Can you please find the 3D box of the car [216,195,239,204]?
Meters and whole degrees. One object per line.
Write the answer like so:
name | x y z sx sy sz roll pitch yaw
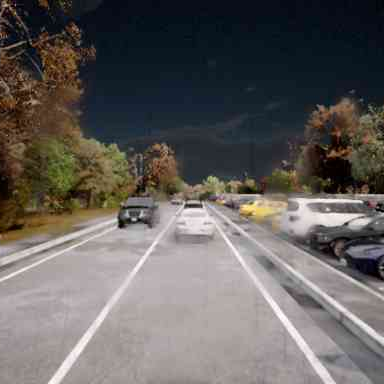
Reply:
car | 7.269 1.492 67.889 4.553 1.767 2.185 0 0 0

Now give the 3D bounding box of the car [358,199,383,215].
car | 20.124 1.515 34.412 4.792 1.488 2.163 0 0 1

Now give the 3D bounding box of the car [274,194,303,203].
car | 20.375 1.369 70.547 5.566 2.045 2.435 0 0 0

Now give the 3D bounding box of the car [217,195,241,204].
car | 7.245 1.481 65.113 4.553 1.767 2.185 0 0 0

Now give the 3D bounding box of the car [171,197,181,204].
car | -3.039 1.710 64.117 1.895 1.301 4.718 0 0 1

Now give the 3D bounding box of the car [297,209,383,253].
car | 6.831 1.579 12.378 5.008 1.535 2.097 0 0 0

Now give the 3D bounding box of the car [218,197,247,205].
car | 7.223 1.586 59.561 4.892 1.521 2.231 0 0 0

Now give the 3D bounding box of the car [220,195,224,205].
car | 7.129 1.581 51.233 4.792 1.488 2.163 0 0 0

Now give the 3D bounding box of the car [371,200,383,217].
car | 20.101 1.516 31.773 4.792 1.488 2.163 0 0 1

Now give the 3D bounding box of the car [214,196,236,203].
car | 7.350 1.680 73.441 4.674 1.452 2.002 0 0 0

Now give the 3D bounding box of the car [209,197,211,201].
car | 7.423 1.411 78.994 5.566 2.045 2.435 0 0 0

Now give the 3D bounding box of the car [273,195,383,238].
car | 6.878 1.315 15.153 5.566 2.045 2.435 0 0 0

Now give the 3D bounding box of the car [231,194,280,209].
car | 7.071 1.373 37.355 4.553 1.767 2.185 0 0 0

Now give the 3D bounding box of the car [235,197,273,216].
car | 6.784 1.499 29.157 5.366 1.575 1.946 0 0 0

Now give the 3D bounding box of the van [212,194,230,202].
van | 7.326 1.532 84.530 4.442 1.987 1.878 0 -1 0

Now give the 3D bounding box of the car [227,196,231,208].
car | 7.093 1.537 40.127 4.792 1.488 2.163 0 0 0

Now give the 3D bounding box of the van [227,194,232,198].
van | 7.203 1.293 42.904 4.442 1.987 1.878 0 0 0

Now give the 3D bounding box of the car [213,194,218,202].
car | 7.067 1.593 62.338 5.366 1.575 1.946 0 0 0

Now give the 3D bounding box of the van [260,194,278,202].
van | 20.685 1.631 89.793 4.442 1.987 1.878 0 -1 0

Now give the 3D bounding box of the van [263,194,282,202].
van | 20.404 1.520 84.256 4.442 1.987 1.878 0 -1 1

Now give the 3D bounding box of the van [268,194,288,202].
van | 20.358 1.428 78.866 4.442 1.987 1.878 0 -1 0

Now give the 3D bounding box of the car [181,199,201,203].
car | 0.154 1.493 33.246 1.882 1.535 5.008 0 0 0

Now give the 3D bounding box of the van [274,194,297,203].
van | 20.544 1.405 73.316 4.442 1.987 1.878 0 0 0

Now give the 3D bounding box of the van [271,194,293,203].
van | 20.566 1.416 75.961 4.442 1.987 1.878 0 0 1

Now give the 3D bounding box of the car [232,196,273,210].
car | 7.010 1.495 34.575 4.892 1.521 2.231 0 0 0

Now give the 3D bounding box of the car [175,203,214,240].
car | 0.109 1.526 16.765 1.812 1.442 4.674 0 0 0

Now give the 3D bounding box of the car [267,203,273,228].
car | 7.059 1.550 17.929 5.366 1.575 1.946 0 0 0

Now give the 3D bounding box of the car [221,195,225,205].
car | 7.105 1.570 48.456 4.792 1.488 2.163 0 0 0

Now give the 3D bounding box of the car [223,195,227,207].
car | 7.081 1.559 45.680 4.792 1.488 2.163 0 0 0

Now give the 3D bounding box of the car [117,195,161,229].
car | -3.329 1.224 21.913 2.150 2.045 5.566 0 0 0

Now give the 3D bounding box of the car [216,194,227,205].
car | 6.996 1.560 54.010 5.366 1.575 1.946 0 0 0

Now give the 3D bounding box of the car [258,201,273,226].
car | 6.903 1.541 20.707 4.892 1.521 2.231 0 0 0

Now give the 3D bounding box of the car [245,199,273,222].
car | 6.735 1.524 23.484 5.366 1.575 1.946 0 0 0

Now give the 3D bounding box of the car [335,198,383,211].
car | 20.147 1.498 39.950 5.008 1.535 2.097 0 0 1

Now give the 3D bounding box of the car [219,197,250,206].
car | 7.212 1.575 56.784 4.892 1.521 2.231 0 0 0

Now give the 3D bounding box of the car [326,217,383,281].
car | 6.773 1.622 9.602 4.792 1.488 2.163 0 0 0
